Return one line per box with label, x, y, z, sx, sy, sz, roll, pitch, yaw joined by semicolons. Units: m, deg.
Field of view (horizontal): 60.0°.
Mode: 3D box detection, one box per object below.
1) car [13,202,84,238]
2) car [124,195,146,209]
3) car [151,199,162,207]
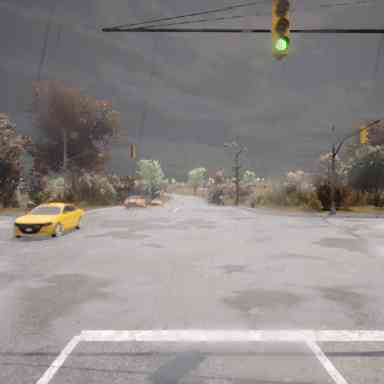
car;-6.999;1.318;16.757;1.882;1.535;5.008;0;1;0
car;-7.000;1.128;41.221;2.097;1.767;4.553;0;-1;0
car;-6.999;2.134;65.532;1.882;1.535;5.008;0;-2;0
